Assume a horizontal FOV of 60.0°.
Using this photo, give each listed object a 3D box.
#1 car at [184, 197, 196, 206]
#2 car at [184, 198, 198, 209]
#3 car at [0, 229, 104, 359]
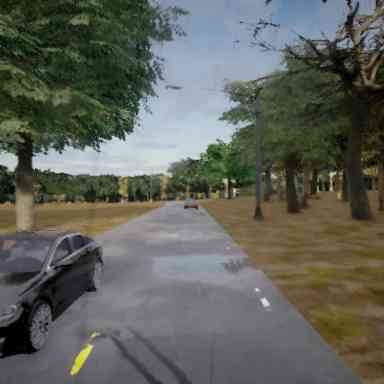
[{"bbox_3d":[-0.318,1.768,61.092,2.128,1.511,4.902,-1,0,-1],"label":"car"},{"bbox_3d":[-0.148,1.773,48.737,1.994,1.385,4.181,-1,0,0],"label":"car"},{"bbox_3d":[-3.048,1.523,6.242,2.128,1.511,4.902,-1,0,0],"label":"car"}]
